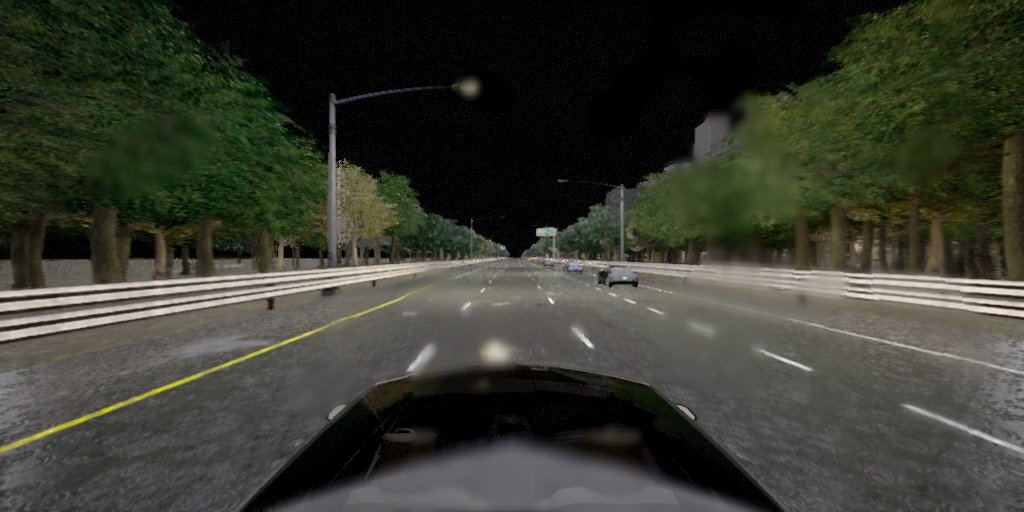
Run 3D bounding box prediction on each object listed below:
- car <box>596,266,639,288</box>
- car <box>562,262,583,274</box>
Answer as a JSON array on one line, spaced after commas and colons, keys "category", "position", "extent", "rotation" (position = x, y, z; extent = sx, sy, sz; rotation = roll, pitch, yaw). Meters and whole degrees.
[{"category": "car", "position": [7.028, 1.350, 24.334], "extent": [1.994, 1.385, 4.181], "rotation": [0, 0, 0]}, {"category": "car", "position": [7.091, 1.371, 42.325], "extent": [2.033, 1.411, 5.357], "rotation": [0, 0, 0]}]
